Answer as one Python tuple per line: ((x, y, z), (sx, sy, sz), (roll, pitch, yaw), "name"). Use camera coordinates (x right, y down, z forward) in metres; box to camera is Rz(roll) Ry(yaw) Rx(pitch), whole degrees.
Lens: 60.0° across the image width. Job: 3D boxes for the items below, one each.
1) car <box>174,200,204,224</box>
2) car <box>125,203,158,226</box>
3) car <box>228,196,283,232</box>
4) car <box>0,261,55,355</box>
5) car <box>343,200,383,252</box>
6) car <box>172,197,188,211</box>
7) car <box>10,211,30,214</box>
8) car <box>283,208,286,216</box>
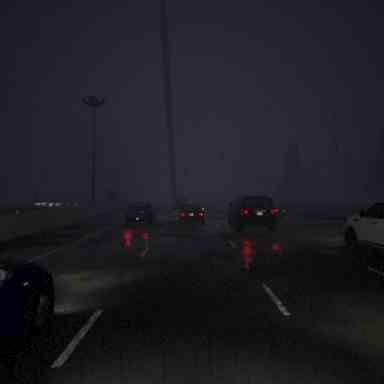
((-0.083, 1.567, 24.889), (2.033, 1.411, 5.357), (0, 0, -2), "car")
((-3.558, 1.510, 23.784), (2.128, 1.511, 4.902), (0, 0, -2), "car")
((3.538, 1.237, 20.286), (2.150, 2.045, 5.566), (0, 0, -1), "car")
((-3.401, 1.355, 3.863), (2.097, 1.767, 4.553), (0, 0, 0), "car")
((7.094, 1.229, 10.923), (2.150, 2.045, 5.566), (0, 0, 0), "car")
((-1.416, 1.383, 42.014), (2.097, 1.767, 4.553), (0, 0, -6), "car")
((-14.427, 1.623, 27.962), (1.895, 1.301, 4.718), (0, 0, -3), "car")
((6.719, 1.570, 29.563), (2.033, 1.411, 5.357), (0, 0, -3), "car")
